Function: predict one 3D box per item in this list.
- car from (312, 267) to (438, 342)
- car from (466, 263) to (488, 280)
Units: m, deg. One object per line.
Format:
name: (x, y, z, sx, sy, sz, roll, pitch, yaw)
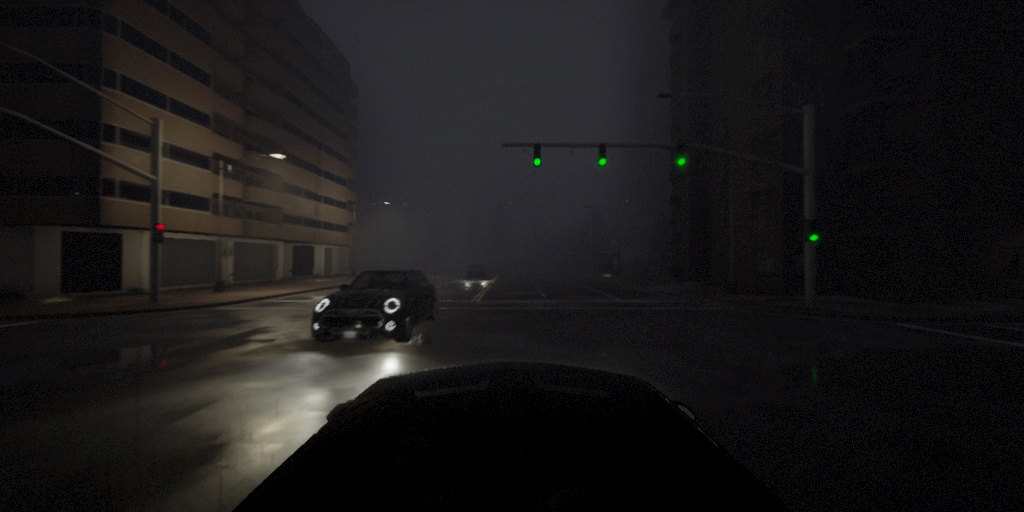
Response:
car: (-3.498, 1.129, 9.986, 2.097, 1.767, 4.553, 0, -1, 0)
car: (-3.497, 1.496, 36.349, 1.882, 1.535, 5.008, 0, 0, 0)
